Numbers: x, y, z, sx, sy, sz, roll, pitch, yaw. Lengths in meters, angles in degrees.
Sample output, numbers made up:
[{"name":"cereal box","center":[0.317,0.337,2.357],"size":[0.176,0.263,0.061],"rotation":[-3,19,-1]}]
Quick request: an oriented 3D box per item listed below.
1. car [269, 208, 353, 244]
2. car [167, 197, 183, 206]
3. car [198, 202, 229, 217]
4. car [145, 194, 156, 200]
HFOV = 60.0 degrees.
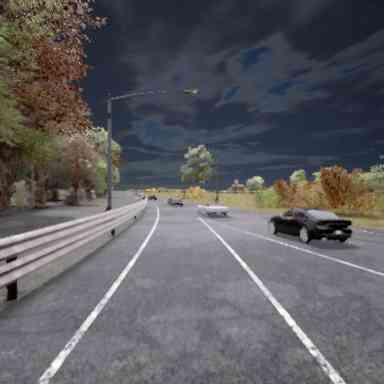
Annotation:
[{"name":"car","center":[5.436,1.492,15.965],"size":[1.882,1.535,5.008],"rotation":[1,0,-13]},{"name":"car","center":[-2.743,1.474,52.137],"size":[2.033,1.411,5.357],"rotation":[0,0,-13]},{"name":"car","center":[1.893,1.586,31.563],"size":[1.895,1.301,4.718],"rotation":[0,0,-13]},{"name":"car","center":[-10.298,1.272,85.657],"size":[1.837,1.490,4.892],"rotation":[0,0,-13]}]
